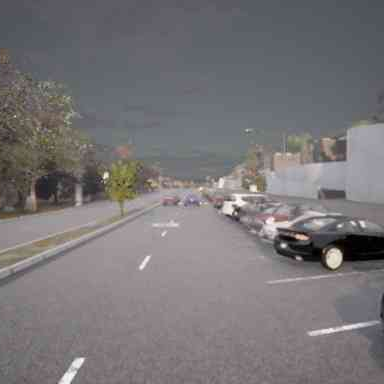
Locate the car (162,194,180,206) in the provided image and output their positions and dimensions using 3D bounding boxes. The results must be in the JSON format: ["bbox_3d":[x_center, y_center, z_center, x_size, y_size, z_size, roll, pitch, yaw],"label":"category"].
[{"bbox_3d":[-3.001,1.221,46.587,1.812,1.442,4.674,0,1,0],"label":"car"}]

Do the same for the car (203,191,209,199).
[{"bbox_3d":[5.043,1.019,58.848,4.792,1.488,2.163,0,1,-20],"label":"car"}]

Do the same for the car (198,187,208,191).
[{"bbox_3d":[5.047,0.501,73.776,5.566,2.045,2.435,0,1,-20],"label":"car"}]

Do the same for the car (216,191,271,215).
[{"bbox_3d":[5.098,1.187,25.845,5.566,2.045,2.435,1,0,-20],"label":"car"}]

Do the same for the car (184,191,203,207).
[{"bbox_3d":[-0.001,1.067,45.322,2.097,1.767,4.553,0,1,0],"label":"car"}]

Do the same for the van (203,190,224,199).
[{"bbox_3d":[4.963,0.478,76.729,4.442,1.987,1.878,0,1,-20],"label":"van"}]

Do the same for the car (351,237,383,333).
[{"bbox_3d":[5.043,1.513,4.806,4.792,1.488,2.163,1,0,-20],"label":"car"}]

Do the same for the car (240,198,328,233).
[{"bbox_3d":[5.102,1.353,16.834,4.553,1.767,2.185,1,0,-20],"label":"car"}]

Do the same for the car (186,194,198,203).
[{"bbox_3d":[0.000,1.116,55.611,1.994,1.385,4.181,0,1,0],"label":"car"}]

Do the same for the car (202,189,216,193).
[{"bbox_3d":[5.041,0.768,64.836,4.553,1.767,2.185,0,1,-20],"label":"car"}]

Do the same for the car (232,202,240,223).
[{"bbox_3d":[5.072,1.513,19.823,4.674,1.452,2.002,1,1,-20],"label":"car"}]

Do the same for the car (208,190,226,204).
[{"bbox_3d":[5.047,1.104,34.826,5.566,2.045,2.435,1,1,-20],"label":"car"}]

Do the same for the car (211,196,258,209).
[{"bbox_3d":[5.241,1.271,40.921,5.366,1.575,1.946,0,1,-20],"label":"car"}]

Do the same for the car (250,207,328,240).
[{"bbox_3d":[5.072,1.523,13.824,4.674,1.452,2.002,1,0,-20],"label":"car"}]

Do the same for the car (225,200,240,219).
[{"bbox_3d":[5.095,1.485,22.848,4.792,1.488,2.163,1,0,-20],"label":"car"}]

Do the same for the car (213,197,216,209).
[{"bbox_3d":[4.897,1.410,28.775,5.366,1.575,1.946,1,1,-20],"label":"car"}]

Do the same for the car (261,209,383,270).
[{"bbox_3d":[5.063,1.485,10.823,5.008,1.535,2.097,1,0,-20],"label":"car"}]

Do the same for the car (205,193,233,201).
[{"bbox_3d":[5.064,0.982,61.867,4.674,1.452,2.002,0,1,-20],"label":"car"}]

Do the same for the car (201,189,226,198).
[{"bbox_3d":[5.097,0.405,79.772,5.566,2.045,2.435,0,1,-20],"label":"car"}]
